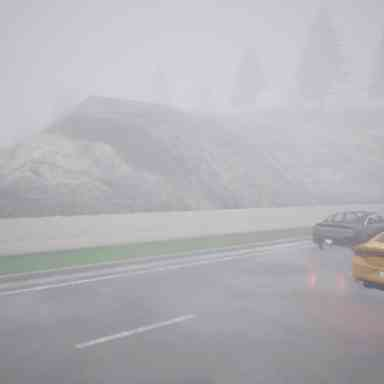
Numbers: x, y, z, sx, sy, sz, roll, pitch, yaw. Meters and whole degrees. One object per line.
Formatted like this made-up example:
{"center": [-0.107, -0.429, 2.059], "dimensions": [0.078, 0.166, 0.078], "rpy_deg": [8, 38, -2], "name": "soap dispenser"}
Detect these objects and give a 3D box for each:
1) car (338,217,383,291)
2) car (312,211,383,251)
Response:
{"center": [5.847, 1.471, 7.954], "dimensions": [5.008, 1.535, 1.882], "rpy_deg": [0, 0, -35], "name": "car"}
{"center": [6.662, 1.482, 12.819], "dimensions": [4.902, 1.511, 2.128], "rpy_deg": [0, 0, -35], "name": "car"}
